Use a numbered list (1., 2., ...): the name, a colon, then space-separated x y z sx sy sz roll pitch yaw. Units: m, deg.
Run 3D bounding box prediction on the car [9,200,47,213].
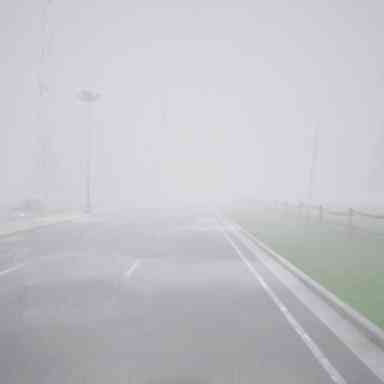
1. car: -18.279 1.564 37.455 2.033 1.411 5.357 0 0 2
